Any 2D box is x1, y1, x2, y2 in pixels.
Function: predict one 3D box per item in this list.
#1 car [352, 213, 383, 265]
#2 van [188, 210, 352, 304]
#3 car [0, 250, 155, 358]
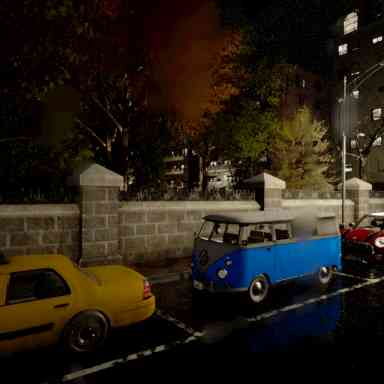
[{"bbox_3d":[6.393,1.442,11.129,4.097,1.590,1.967,0,1,-36],"label":"car"},{"bbox_3d":[1.829,1.343,7.862,3.998,1.788,1.690,0,1,-36],"label":"van"},{"bbox_3d":[-2.876,1.525,4.499,4.829,1.417,1.752,0,1,-36],"label":"car"}]
